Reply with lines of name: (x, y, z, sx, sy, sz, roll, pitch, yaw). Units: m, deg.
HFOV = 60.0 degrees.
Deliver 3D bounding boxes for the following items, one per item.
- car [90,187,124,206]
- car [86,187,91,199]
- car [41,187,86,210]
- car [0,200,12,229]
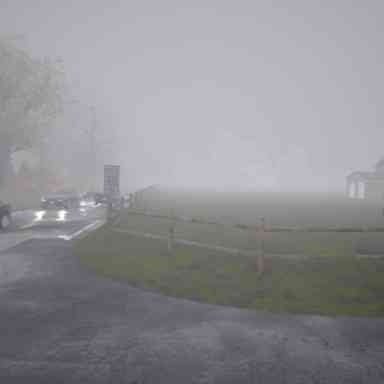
car: (-7.116, 0.340, 28.910, 1.882, 1.535, 5.008, 1, 2, -4)
car: (-10.637, 0.097, 36.858, 1.895, 1.301, 4.718, 1, 2, -4)
car: (-9.767, 0.437, 25.124, 1.837, 1.490, 4.892, 1, 1, -4)
car: (-8.848, 0.856, 12.847, 1.882, 1.535, 5.008, 1, 2, -4)
